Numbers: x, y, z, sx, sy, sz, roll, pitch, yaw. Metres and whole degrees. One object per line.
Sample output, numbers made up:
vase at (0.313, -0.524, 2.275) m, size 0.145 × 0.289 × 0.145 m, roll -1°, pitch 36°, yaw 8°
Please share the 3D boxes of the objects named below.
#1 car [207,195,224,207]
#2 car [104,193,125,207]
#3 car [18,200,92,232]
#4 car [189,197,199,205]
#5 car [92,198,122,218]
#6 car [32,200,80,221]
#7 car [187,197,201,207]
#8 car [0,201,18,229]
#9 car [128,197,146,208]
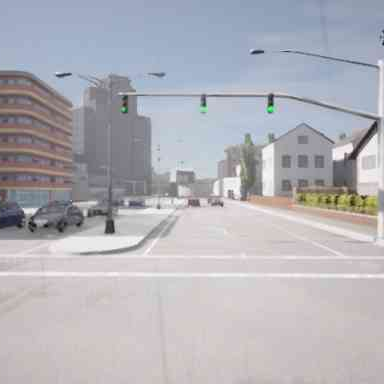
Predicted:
car at (3.789, 1.579, 51.027) m, size 1.895 × 1.301 × 4.718 m, roll 0°, pitch 0°, yaw 0°
car at (-11.274, 1.204, 48.199) m, size 2.150 × 2.045 × 5.566 m, roll 0°, pitch 0°, yaw 1°
car at (-7.982, 1.484, 19.969) m, size 2.128 × 1.511 × 4.902 m, roll 0°, pitch 0°, yaw 0°
car at (0.347, 1.575, 61.047) m, size 1.895 × 1.301 × 4.718 m, roll 0°, pitch 0°, yaw 0°
car at (-7.930, 1.552, 29.717) m, size 1.994 × 1.385 × 4.181 m, roll 0°, pitch 0°, yaw -1°
car at (-11.432, 1.477, 28.378) m, size 2.128 × 1.511 × 4.902 m, roll 0°, pitch 0°, yaw 0°
car at (0.287, 1.456, 50.601) m, size 1.882 × 1.535 × 5.008 m, roll 0°, pitch 0°, yaw 0°
car at (-11.488, 1.345, 19.024) m, size 2.097 × 1.767 × 4.553 m, roll 0°, pitch 0°, yaw 0°
car at (-7.790, 1.458, 47.463) m, size 1.882 × 1.535 × 5.008 m, roll 0°, pitch 0°, yaw 1°
